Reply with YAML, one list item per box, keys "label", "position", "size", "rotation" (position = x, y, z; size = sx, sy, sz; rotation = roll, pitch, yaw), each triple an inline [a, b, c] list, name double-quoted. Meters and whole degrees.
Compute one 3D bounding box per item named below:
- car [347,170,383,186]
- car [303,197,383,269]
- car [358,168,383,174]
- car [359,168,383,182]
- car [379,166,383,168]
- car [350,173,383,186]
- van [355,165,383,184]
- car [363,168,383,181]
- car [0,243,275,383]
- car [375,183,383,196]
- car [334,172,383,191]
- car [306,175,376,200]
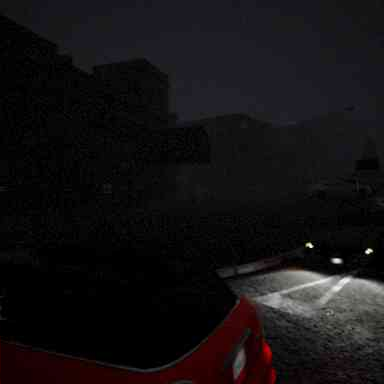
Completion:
- label: "car"
  position: [20.525, -1.654, 37.734]
  size: [5.008, 1.535, 2.097]
  rotation: [-3, 3, 18]
- label: "car"
  position: [5.228, 1.141, 10.182]
  size: [2.033, 1.411, 5.357]
  rotation: [0, 3, 40]
- label: "car"
  position: [15.096, -0.952, 30.786]
  size: [4.553, 1.767, 2.185]
  rotation: [-3, 4, 18]
- label: "car"
  position: [24.337, -2.217, 42.262]
  size: [5.366, 1.575, 1.946]
  rotation: [-3, 3, 19]
- label: "car"
  position: [18.730, -1.504, 35.401]
  size: [4.553, 1.767, 2.185]
  rotation: [-3, 4, 18]
- label: "car"
  position: [13.293, -0.522, 28.493]
  size: [4.792, 1.488, 2.163]
  rotation: [-3, 3, 18]
- label: "van"
  position: [22.218, -2.148, 40.051]
  size: [4.442, 1.987, 1.878]
  rotation: [-3, 4, 19]
- label: "car"
  position: [25.971, -2.479, 44.617]
  size: [5.008, 1.535, 2.097]
  rotation: [-3, 3, 19]
- label: "car"
  position: [-1.570, 1.348, 3.441]
  size: [4.553, 1.767, 2.097]
  rotation: [-1, 0, 25]
- label: "car"
  position: [12.011, 0.298, 18.612]
  size: [2.033, 1.411, 5.357]
  rotation: [0, 5, 38]
- label: "car"
  position: [16.868, -1.071, 33.124]
  size: [4.792, 1.488, 2.163]
  rotation: [-3, 4, 18]
- label: "car"
  position: [11.451, -0.233, 26.191]
  size: [4.674, 1.452, 2.002]
  rotation: [-3, 3, 18]
